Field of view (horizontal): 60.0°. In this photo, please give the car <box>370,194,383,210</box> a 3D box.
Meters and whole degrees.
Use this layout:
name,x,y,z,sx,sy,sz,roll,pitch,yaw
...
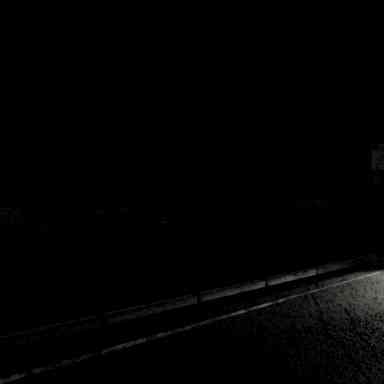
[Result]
name,x,y,z,sx,sy,sz,roll,pitch,yaw
car,23.835,1.385,43.461,2.185,1.767,4.553,1,0,-36

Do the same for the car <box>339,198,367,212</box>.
name,x,y,z,sx,sy,sz,roll,pitch,yaw
car,17.010,1.458,38.640,2.097,1.535,5.008,0,0,-35

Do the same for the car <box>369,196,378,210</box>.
name,x,y,z,sx,sy,sz,roll,pitch,yaw
car,19.281,1.513,40.255,2.002,1.452,4.674,0,0,-35

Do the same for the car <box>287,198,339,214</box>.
name,x,y,z,sx,sy,sz,roll,pitch,yaw
car,12.480,1.441,35.401,2.097,1.535,5.008,0,0,-35

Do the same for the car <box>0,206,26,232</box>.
name,x,y,z,sx,sy,sz,roll,pitch,yaw
car,-10.724,1.491,18.880,2.002,1.452,4.674,0,0,-35
